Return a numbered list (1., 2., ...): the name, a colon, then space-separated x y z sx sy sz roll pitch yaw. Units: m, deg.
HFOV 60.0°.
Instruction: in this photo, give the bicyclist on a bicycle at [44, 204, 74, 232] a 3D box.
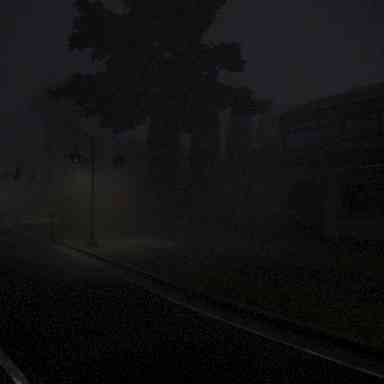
1. bicyclist on a bicycle: -7.716 1.533 19.366 1.656 1.620 0.582 1 -1 -38
